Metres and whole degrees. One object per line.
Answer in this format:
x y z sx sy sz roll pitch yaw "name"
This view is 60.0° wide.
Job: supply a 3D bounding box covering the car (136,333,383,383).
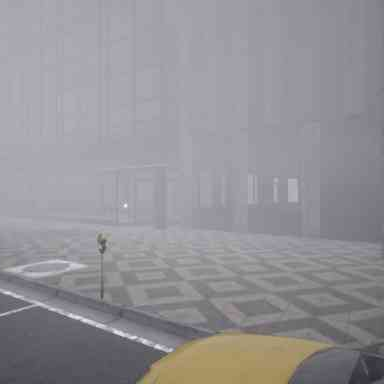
1.637 1.525 1.915 4.829 1.417 1.752 0 0 36 "car"
